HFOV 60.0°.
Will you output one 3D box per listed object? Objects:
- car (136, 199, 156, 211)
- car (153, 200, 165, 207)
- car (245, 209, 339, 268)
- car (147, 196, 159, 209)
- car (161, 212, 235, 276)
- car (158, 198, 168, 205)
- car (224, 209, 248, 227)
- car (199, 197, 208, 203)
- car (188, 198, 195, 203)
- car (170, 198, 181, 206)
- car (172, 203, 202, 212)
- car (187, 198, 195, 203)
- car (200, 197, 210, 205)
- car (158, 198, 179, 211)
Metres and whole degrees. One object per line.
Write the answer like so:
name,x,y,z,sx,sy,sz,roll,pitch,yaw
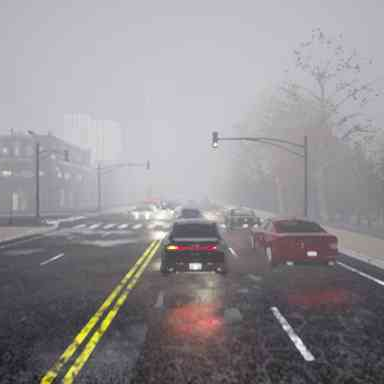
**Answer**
car,-6.696,2.032,47.405,1.895,1.301,4.718,0,-1,1
car,-6.638,2.204,66.752,1.895,1.301,4.718,0,0,0
car,3.327,1.586,11.698,1.882,1.535,5.008,0,-1,0
car,-6.690,1.738,56.951,2.150,2.045,5.566,0,-1,0
car,0.082,1.604,10.660,1.837,1.490,4.892,0,0,0
car,-6.648,2.195,77.067,1.837,1.490,4.892,0,-1,0
car,3.309,1.811,22.851,1.895,1.301,4.718,0,-1,0
car,3.078,2.156,88.944,2.128,1.511,4.902,0,0,0
car,-0.172,2.184,88.938,1.994,1.385,4.181,0,0,0
car,-3.382,2.121,68.824,2.128,1.511,4.902,0,-1,0
car,-0.204,1.731,22.361,1.812,1.442,4.674,0,-1,-5
car,-0.153,2.228,78.934,1.812,1.442,4.674,0,-1,0
car,3.097,2.058,78.912,2.097,1.767,4.553,0,-1,0
car,-3.434,2.010,49.056,1.994,1.385,4.181,0,-1,0
